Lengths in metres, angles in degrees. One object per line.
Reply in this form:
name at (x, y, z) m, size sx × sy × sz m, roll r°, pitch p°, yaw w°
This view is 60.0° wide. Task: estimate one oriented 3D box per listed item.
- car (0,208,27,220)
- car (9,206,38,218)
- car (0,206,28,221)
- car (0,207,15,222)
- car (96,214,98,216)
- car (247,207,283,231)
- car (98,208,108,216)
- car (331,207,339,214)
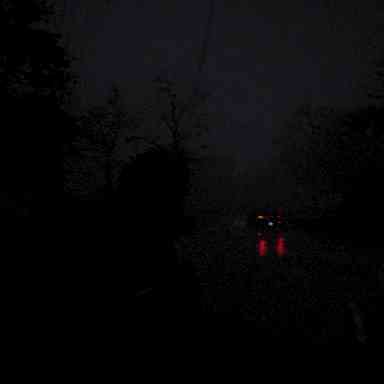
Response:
car at (-25.157, 2.955, 44.256) m, size 5.357 × 1.411 × 2.033 m, roll -2°, pitch -1°, yaw -4°
car at (-25.994, 3.025, 51.580) m, size 1.946 × 1.575 × 5.366 m, roll -2°, pitch -1°, yaw -4°
car at (-20.382, 2.633, 39.284) m, size 1.946 × 1.575 × 5.366 m, roll -2°, pitch -1°, yaw -4°
car at (-23.036, 2.727, 39.110) m, size 1.946 × 1.575 × 5.366 m, roll -2°, pitch -1°, yaw -4°
car at (-11.908, 2.386, 40.043) m, size 2.231 × 1.521 × 4.892 m, roll -1°, pitch -1°, yaw -4°
car at (4.976, 1.801, 23.114) m, size 2.128 × 1.511 × 4.902 m, roll -1°, pitch -1°, yaw 1°
car at (-9.254, 2.068, 40.255) m, size 2.435 × 2.045 × 5.566 m, roll -1°, pitch -1°, yaw -4°
car at (16.708, 1.839, 33.382) m, size 5.008 × 1.535 × 1.882 m, roll -1°, pitch -2°, yaw 25°
